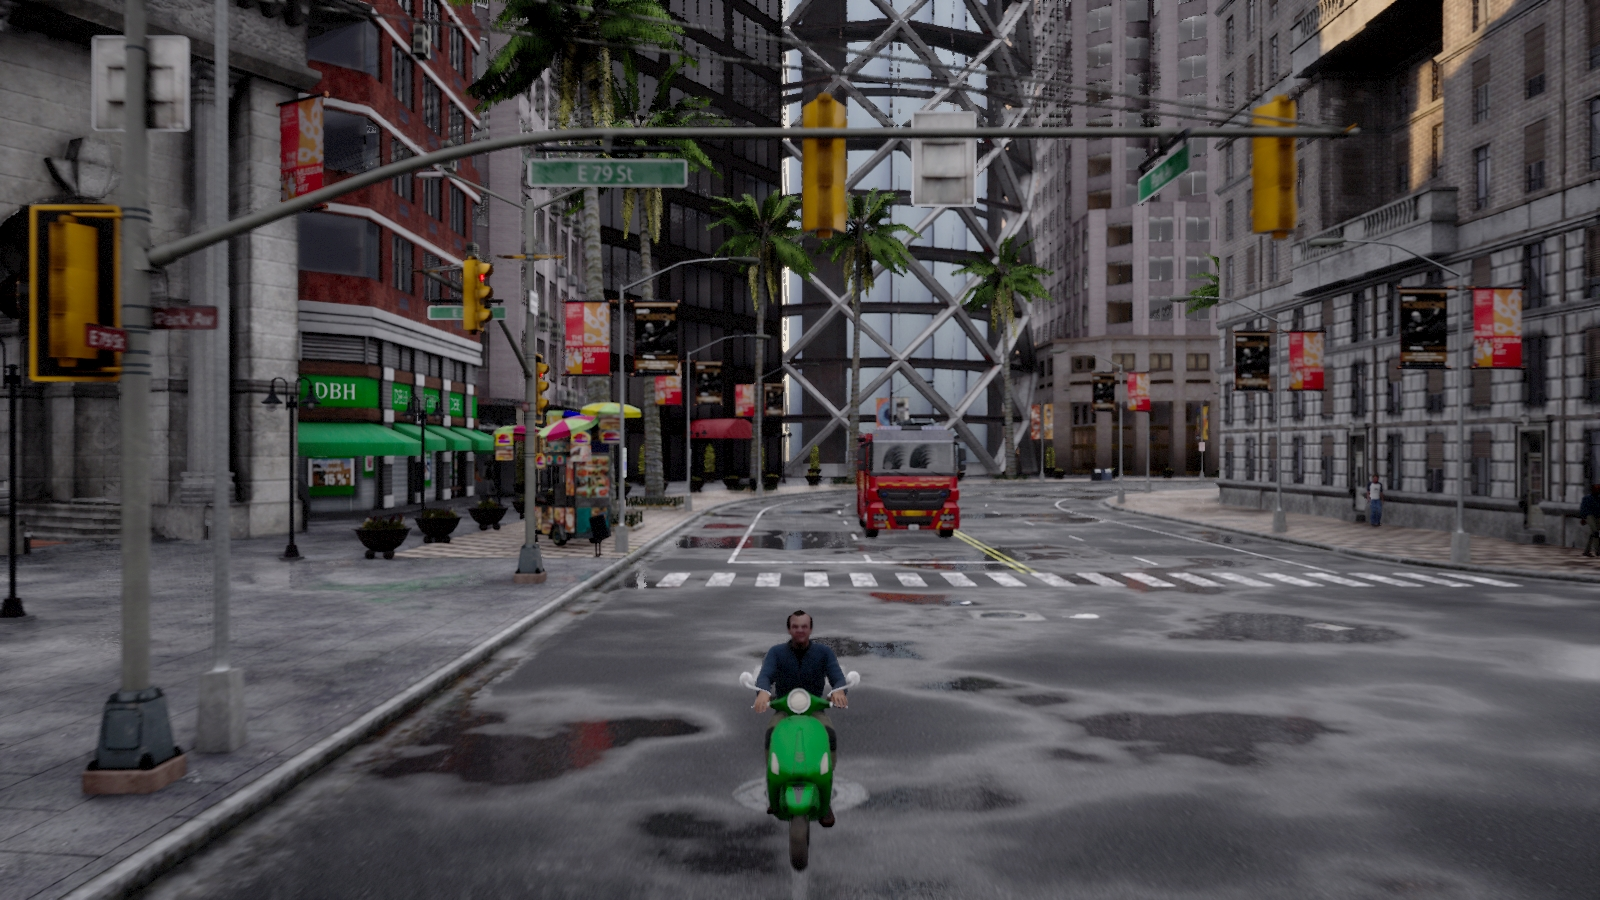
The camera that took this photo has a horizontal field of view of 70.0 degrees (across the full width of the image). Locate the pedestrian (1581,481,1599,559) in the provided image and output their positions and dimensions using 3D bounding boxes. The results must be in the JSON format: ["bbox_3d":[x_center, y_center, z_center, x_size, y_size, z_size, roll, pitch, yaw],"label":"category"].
[{"bbox_3d":[19.225,1.696,27.657,0.375,1.860,0.375,0,0,4],"label":"pedestrian"}]

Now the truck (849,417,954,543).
[{"bbox_3d":[3.273,0.888,38.970,2.891,3.827,8.468,0,0,0],"label":"truck"}]

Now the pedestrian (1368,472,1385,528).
[{"bbox_3d":[19.569,1.696,38.781,0.375,1.860,0.375,0,0,0],"label":"pedestrian"}]

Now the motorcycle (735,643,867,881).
[{"bbox_3d":[0.011,2.182,8.332,0.856,1.236,1.805,0,0,0],"label":"motorcycle"}]
